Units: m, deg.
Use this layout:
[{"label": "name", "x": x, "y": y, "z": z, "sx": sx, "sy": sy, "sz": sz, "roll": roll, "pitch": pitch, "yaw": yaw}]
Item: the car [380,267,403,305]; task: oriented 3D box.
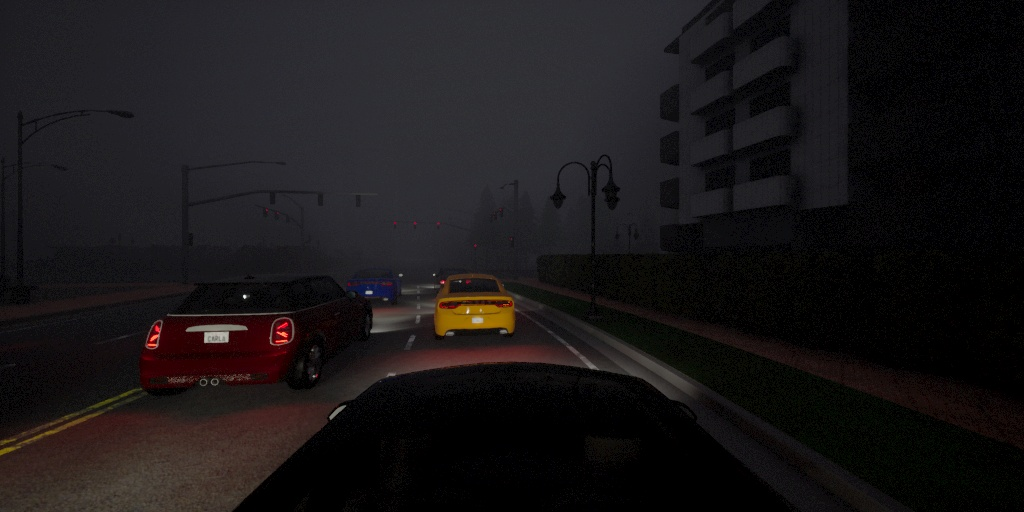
[{"label": "car", "x": -5.976, "y": 1.228, "z": 15.939, "sx": 1.882, "sy": 1.535, "sz": 5.008, "roll": 0, "pitch": 0, "yaw": -14}]

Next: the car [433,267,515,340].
[{"label": "car", "x": -1.161, "y": 1.228, "z": 10.121, "sx": 1.882, "sy": 1.535, "sz": 5.008, "roll": 0, "pitch": 0, "yaw": -10}]

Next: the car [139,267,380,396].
[{"label": "car", "x": -4.214, "y": 1.102, "z": 6.878, "sx": 2.097, "sy": 1.767, "sz": 4.553, "roll": 0, "pitch": 0, "yaw": -8}]

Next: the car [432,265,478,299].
[{"label": "car", "x": -3.289, "y": 1.297, "z": 19.713, "sx": 2.033, "sy": 1.411, "sz": 5.357, "roll": 0, "pitch": 0, "yaw": -14}]
